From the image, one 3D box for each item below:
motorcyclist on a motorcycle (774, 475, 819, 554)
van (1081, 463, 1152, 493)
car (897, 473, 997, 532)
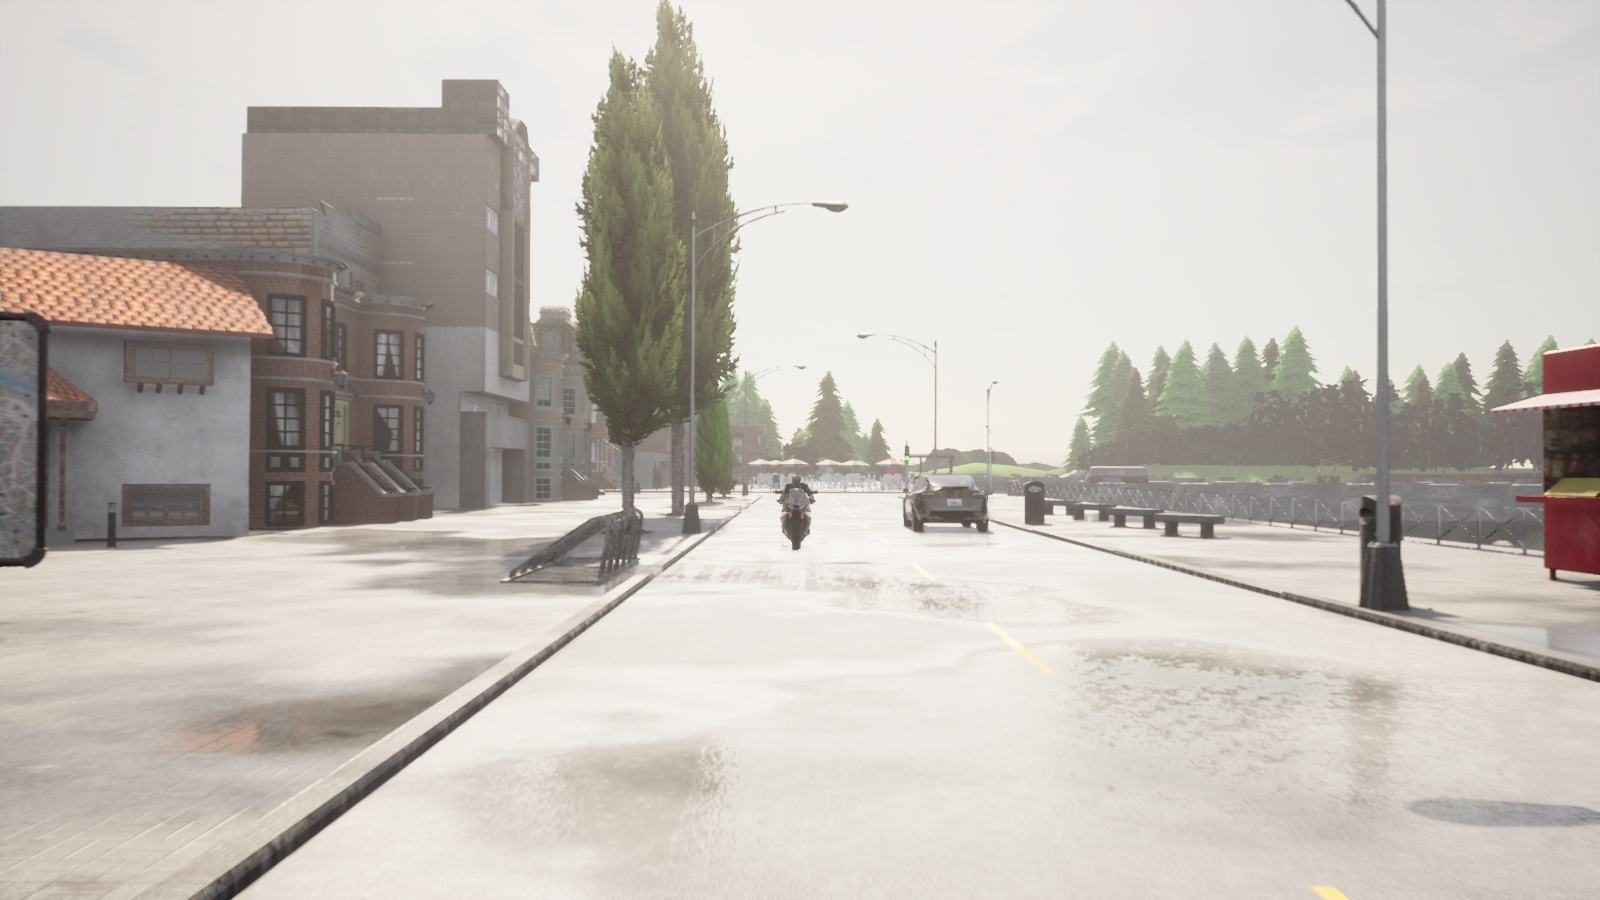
[{"bbox_3d":[-0.066,1.277,25.536,0.866,1.530,2.191,0,-1,0],"label":"motorcyclist on a motorcycle"},{"bbox_3d":[22.002,1.943,87.402,4.442,1.987,1.775,0,-1,1],"label":"van"},{"bbox_3d":[3.910,1.372,34.250,2.163,1.488,4.792,0,-1,0],"label":"car"}]
